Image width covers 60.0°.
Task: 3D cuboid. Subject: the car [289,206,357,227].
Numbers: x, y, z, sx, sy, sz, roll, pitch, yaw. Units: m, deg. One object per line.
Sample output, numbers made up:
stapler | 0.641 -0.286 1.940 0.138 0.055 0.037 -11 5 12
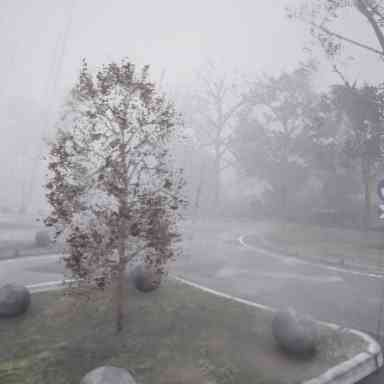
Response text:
car | 10.225 1.877 26.089 5.008 1.535 1.882 1 -2 2

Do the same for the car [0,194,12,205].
car | -28.725 1.006 49.306 4.553 1.767 2.097 1 0 35
